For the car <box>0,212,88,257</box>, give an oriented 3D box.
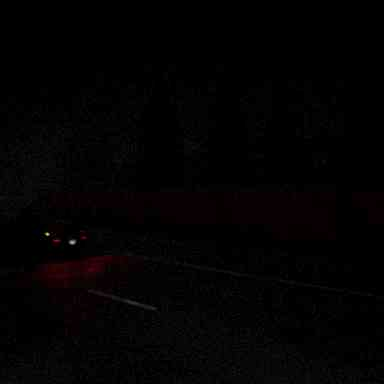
[{"bbox_3d":[-5.880,1.522,12.942,4.674,1.442,1.812,0,0,40],"label":"car"}]
